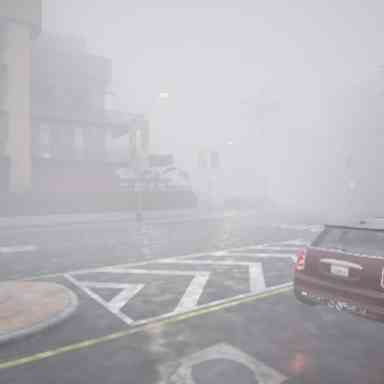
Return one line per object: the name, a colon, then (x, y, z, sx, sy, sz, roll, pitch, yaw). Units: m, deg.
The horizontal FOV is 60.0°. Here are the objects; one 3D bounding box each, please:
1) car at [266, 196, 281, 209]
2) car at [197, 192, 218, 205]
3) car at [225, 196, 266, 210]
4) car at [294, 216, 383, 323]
car: (8.787, 1.245, 41.184, 2.128, 1.511, 4.902, -1, 0, -35)
car: (1.591, 0.973, 51.490, 2.150, 2.045, 5.566, -1, 0, -35)
car: (5.860, 1.260, 38.969, 1.882, 1.535, 5.008, 0, 0, -32)
car: (4.157, 1.295, 6.702, 4.553, 1.767, 2.097, -1, 0, -35)
